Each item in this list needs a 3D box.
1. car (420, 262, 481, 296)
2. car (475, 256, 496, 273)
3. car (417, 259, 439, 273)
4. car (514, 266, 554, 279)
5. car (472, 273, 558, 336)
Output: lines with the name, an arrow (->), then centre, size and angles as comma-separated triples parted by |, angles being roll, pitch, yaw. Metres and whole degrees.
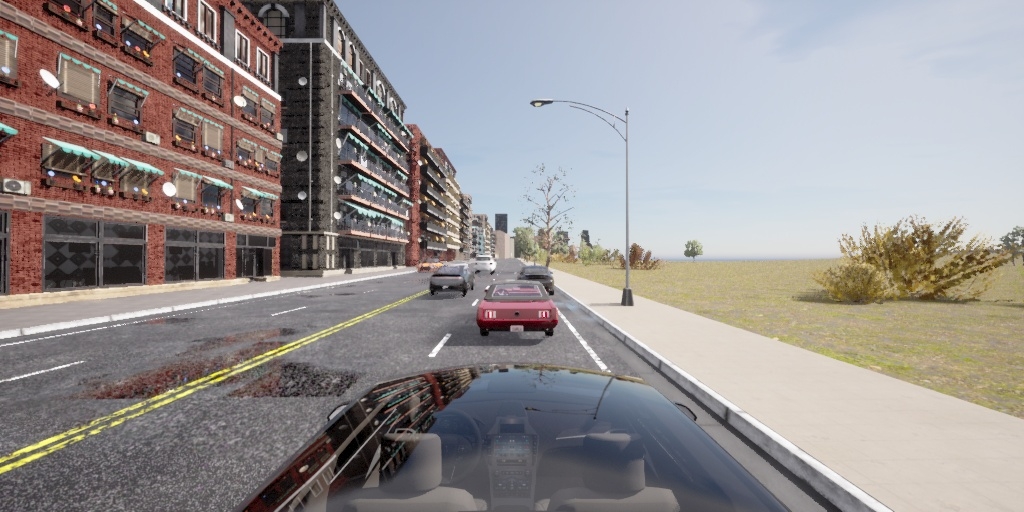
car -> -3.086, 1.244, 19.152 | 2.128, 1.511, 4.902 | 0, 0, 0
car -> -3.005, 0.973, 40.417 | 2.150, 2.045, 5.566 | 0, 0, 0
car -> -9.696, 1.103, 42.327 | 2.097, 1.767, 4.553 | 0, 0, 0
car -> 1.204, 1.257, 19.523 | 1.837, 1.490, 4.892 | 0, 0, 0
car -> 0.131, 1.352, 10.323 | 1.895, 1.301, 4.718 | 0, 0, 0
